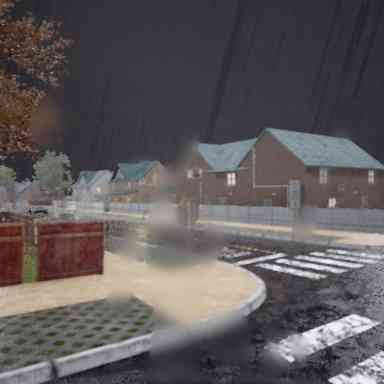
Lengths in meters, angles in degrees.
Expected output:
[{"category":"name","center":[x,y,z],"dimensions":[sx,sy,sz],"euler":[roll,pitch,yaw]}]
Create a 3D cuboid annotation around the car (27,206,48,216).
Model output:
[{"category":"car","center":[-20.977,2.557,45.208],"dimensions":[1.895,1.301,4.718],"euler":[-1,0,-36]}]
